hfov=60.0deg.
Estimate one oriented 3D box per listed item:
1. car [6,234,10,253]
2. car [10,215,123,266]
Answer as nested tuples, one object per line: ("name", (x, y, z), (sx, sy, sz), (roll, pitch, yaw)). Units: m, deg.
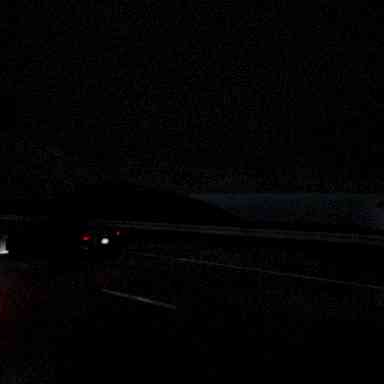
("car", (-7.508, 1.449, 9.114), (4.902, 1.511, 2.128), (0, 0, 32))
("car", (-4.340, 1.474, 11.192), (4.181, 1.385, 1.994), (0, 1, 32))
